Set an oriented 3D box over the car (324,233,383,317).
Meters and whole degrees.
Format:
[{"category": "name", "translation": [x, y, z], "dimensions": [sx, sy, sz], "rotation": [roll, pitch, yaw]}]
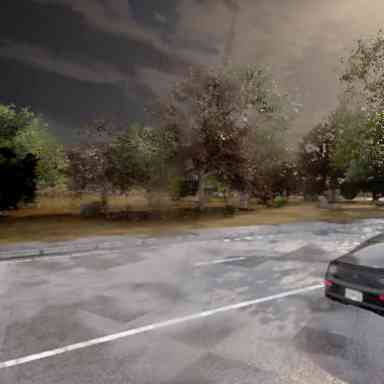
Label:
[{"category": "car", "translation": [4.636, 1.524, 6.674], "dimensions": [4.674, 1.442, 1.812], "rotation": [0, 0, -31]}]
